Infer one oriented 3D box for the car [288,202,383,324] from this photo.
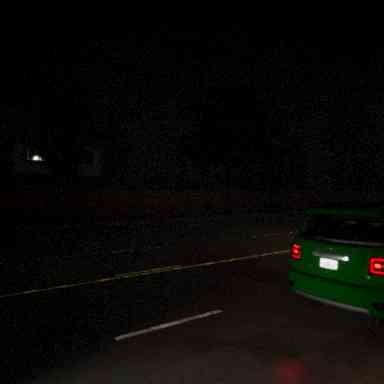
[{"bbox_3d":[4.359,1.226,6.850,5.566,2.045,2.150,0,0,-36],"label":"car"}]
